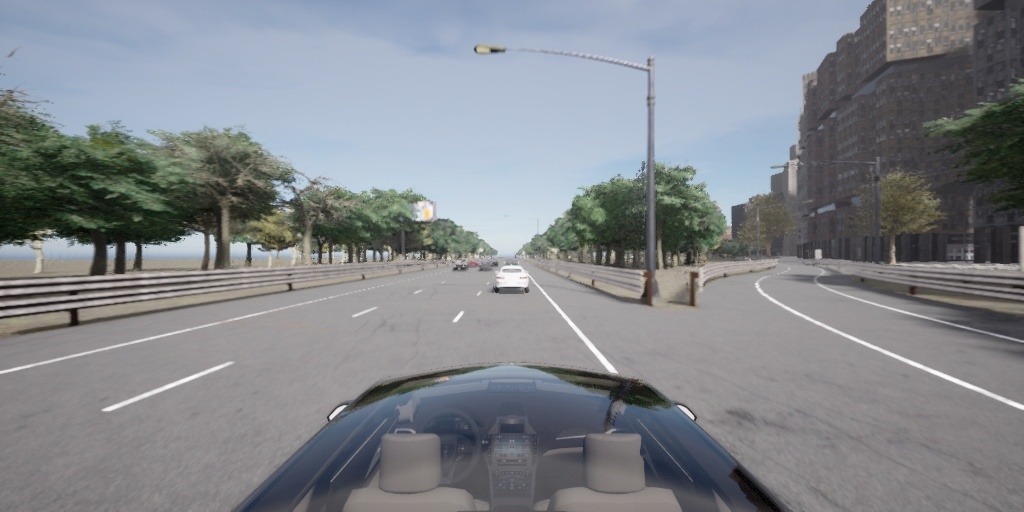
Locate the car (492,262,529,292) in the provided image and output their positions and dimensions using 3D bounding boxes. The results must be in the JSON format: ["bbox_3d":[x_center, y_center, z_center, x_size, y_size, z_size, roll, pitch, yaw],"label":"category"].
[{"bbox_3d":[-0.001,1.283,21.013,1.812,1.442,4.674,0,0,0],"label":"car"}]

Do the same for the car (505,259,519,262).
[{"bbox_3d":[-0.009,1.170,45.862,2.097,1.767,4.553,0,-1,1],"label":"car"}]

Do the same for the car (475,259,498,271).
[{"bbox_3d":[-3.500,1.314,49.413,2.128,1.511,4.902,0,0,0],"label":"car"}]

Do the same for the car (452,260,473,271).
[{"bbox_3d":[-7.000,1.423,49.851,1.895,1.301,4.718,0,0,0],"label":"car"}]
